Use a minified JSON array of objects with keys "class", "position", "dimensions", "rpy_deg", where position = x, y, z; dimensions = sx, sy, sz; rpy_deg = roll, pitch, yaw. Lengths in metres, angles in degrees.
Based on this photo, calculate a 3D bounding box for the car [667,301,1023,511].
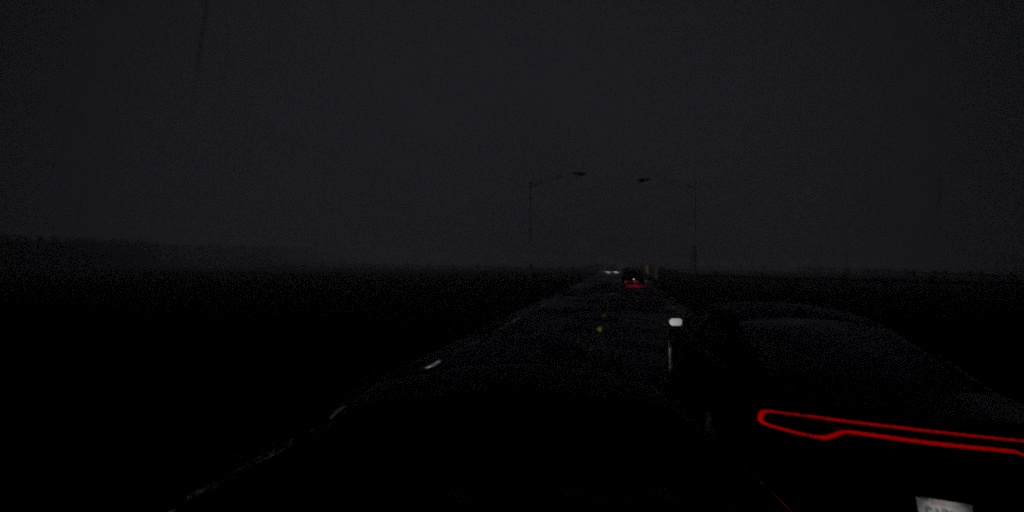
[{"class":"car","position":[3.096,1.282,4.326],"dimensions":[1.882,1.535,5.008],"rpy_deg":[0,-1,17]}]

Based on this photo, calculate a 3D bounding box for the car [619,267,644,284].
[{"class":"car","position":[10.894,1.707,32.533],"dimensions":[1.837,1.490,4.892],"rpy_deg":[0,-1,15]}]
